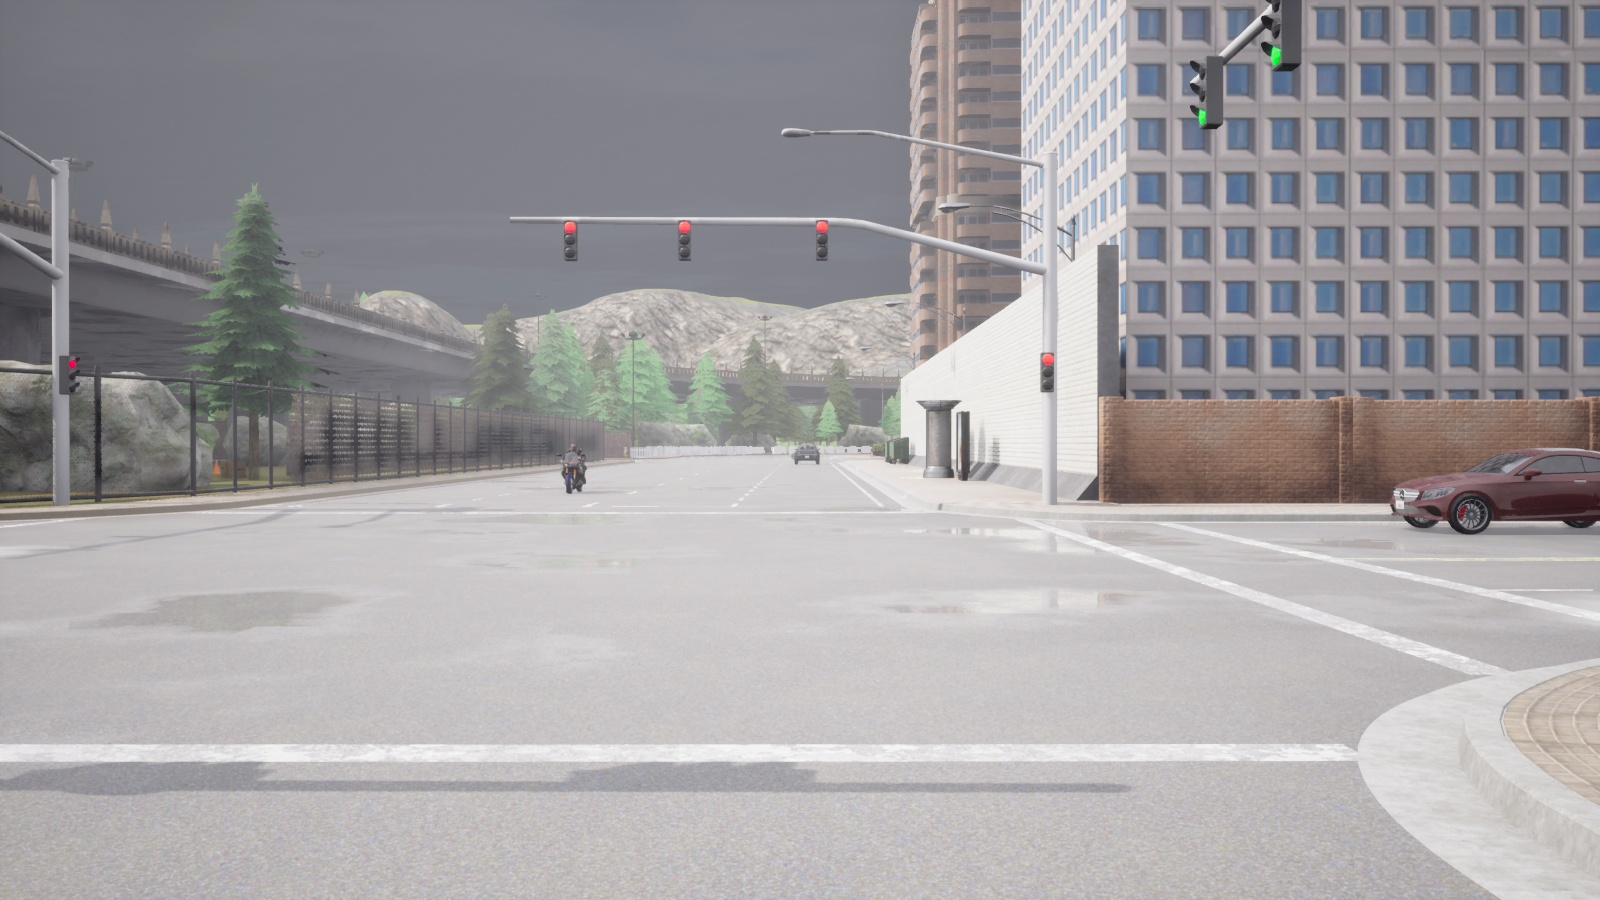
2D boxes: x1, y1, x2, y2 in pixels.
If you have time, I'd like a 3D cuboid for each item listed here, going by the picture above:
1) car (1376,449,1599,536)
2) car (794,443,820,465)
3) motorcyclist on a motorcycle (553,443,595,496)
[{"bbox_3d":[12.785,0.714,21.879,4.674,1.442,1.812,0,0,0],"label":"car"},{"bbox_3d":[0.499,0.259,88.848,1.816,1.474,4.193,0,0,0],"label":"car"},{"bbox_3d":[-6.779,0.563,37.779,0.866,1.530,2.191,0,0,0],"label":"motorcyclist on a motorcycle"}]
